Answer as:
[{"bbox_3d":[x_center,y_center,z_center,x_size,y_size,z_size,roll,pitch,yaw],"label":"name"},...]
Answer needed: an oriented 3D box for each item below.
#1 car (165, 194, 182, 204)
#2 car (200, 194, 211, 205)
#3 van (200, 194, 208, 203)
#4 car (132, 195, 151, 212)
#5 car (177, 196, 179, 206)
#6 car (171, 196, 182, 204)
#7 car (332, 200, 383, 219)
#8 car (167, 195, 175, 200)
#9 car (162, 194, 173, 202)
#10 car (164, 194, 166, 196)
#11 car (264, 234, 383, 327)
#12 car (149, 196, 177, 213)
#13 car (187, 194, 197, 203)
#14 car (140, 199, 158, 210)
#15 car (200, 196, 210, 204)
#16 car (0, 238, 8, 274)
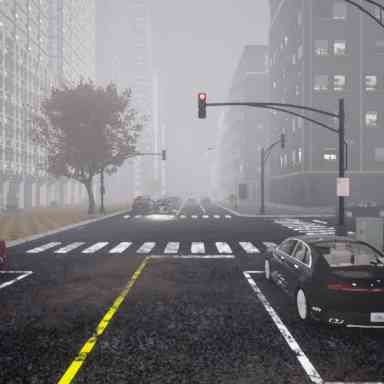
[{"bbox_3d":[-3.156,1.515,56.438,1.882,1.535,5.008,0,0,0],"label":"car"},{"bbox_3d":[2.611,1.609,61.402,1.947,1.339,4.313,0,0,0],"label":"car"},{"bbox_3d":[2.596,1.400,72.449,1.690,1.788,3.998,0,0,0],"label":"van"},{"bbox_3d":[-5.742,1.335,39.301,2.192,1.841,5.009,0,0,0],"label":"car"},{"bbox_3d":[-3.157,1.628,46.352,1.895,1.301,4.718,0,0,0],"label":"car"},{"bbox_3d":[-3.111,1.528,66.925,1.882,1.535,5.008,0,0,0],"label":"car"},{"bbox_3d":[13.392,1.349,26.343,4.403,1.369,2.008,-1,1,-1],"label":"car"},{"bbox_3d":[-5.812,1.652,94.529,2.008,1.369,4.403,0,0,0],"label":"car"},{"bbox_3d":[-5.792,1.384,77.961,2.192,1.841,5.009,0,0,0],"label":"car"},{"bbox_3d":[-5.784,1.625,72.439,1.947,1.339,4.313,0,0,0],"label":"car"},{"bbox_3d":[2.680,1.551,6.923,2.008,1.369,4.403,0,0,0],"label":"car"},{"bbox_3d":[-3.146,1.510,37.116,2.128,1.511,4.902,0,0,0],"label":"car"},{"bbox_3d":[-0.088,1.601,68.630,2.033,1.411,5.357,0,0,0],"label":"car"},{"bbox_3d":[-5.749,1.591,44.824,1.947,1.339,4.313,0,0,0],"label":"car"},{"bbox_3d":[2.604,1.576,67.095,1.752,1.417,4.829,0,0,0],"label":"car"},{"bbox_3d":[-5.701,1.545,6.913,1.887,1.381,4.507,0,0,0],"label":"car"}]
